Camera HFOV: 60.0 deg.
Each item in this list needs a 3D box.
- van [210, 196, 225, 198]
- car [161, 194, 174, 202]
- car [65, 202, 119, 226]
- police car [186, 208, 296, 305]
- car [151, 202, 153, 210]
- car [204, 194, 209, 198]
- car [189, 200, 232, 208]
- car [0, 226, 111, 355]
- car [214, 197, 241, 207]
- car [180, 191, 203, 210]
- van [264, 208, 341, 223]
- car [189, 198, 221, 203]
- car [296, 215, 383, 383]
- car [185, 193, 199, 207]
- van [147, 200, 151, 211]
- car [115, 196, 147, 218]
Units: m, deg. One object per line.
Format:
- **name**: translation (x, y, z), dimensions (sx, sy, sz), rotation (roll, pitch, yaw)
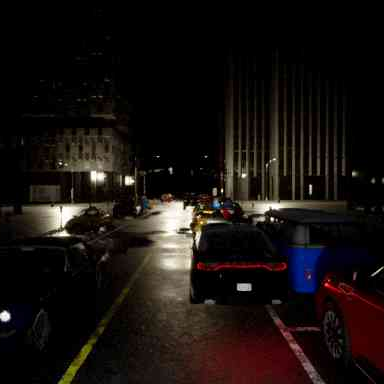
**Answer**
- **van**: translation (2.739, 1.343, 30.330), dimensions (1.690, 1.788, 3.998), rotation (0, 0, 0)
- **car**: translation (-5.822, 1.344, 73.951), dimensions (2.192, 1.841, 5.009), rotation (0, 0, 0)
- **car**: translation (-5.786, 1.527, 19.117), dimensions (1.752, 1.417, 4.829), rotation (0, 0, 0)
- **police car**: translation (0.892, 1.426, 8.278), dimensions (1.930, 1.638, 5.238), rotation (0, 0, 0)
- **car**: translation (-5.798, 1.530, 41.216), dimensions (1.752, 1.417, 4.829), rotation (0, 0, 0)
- **car**: translation (2.733, 1.318, 35.856), dimensions (2.192, 1.841, 5.009), rotation (0, 0, 0)
- **car**: translation (0.885, 1.457, 18.358), dimensions (1.801, 1.575, 5.366), rotation (0, 0, 0)
- **car**: translation (-3.006, 1.601, 6.200), dimensions (1.895, 1.301, 4.718), rotation (0, 0, 0)
- **car**: translation (2.744, 1.442, 24.805), dimensions (1.967, 1.590, 4.097), rotation (0, 0, 0)
- **car**: translation (-0.030, 1.227, 43.219), dimensions (2.150, 2.045, 5.566), rotation (0, 0, 0)
- **van**: translation (2.760, 1.342, 8.228), dimensions (1.690, 1.788, 3.998), rotation (0, 0, 0)
- **car**: translation (0.881, 1.457, 24.358), dimensions (1.801, 1.575, 5.366), rotation (0, 0, 0)
- **car**: translation (2.765, 1.315, 2.703), dimensions (2.192, 1.841, 5.009), rotation (0, 0, 0)
- **car**: translation (-0.041, 1.243, 53.592), dimensions (2.150, 2.045, 5.566), rotation (0, 0, 0)
- **van**: translation (-5.796, 1.344, 35.862), dimensions (1.690, 1.788, 3.998), rotation (0, 0, 0)
- **car**: translation (-5.793, 1.317, 30.337), dimensions (2.192, 1.841, 5.009), rotation (0, 0, 0)
